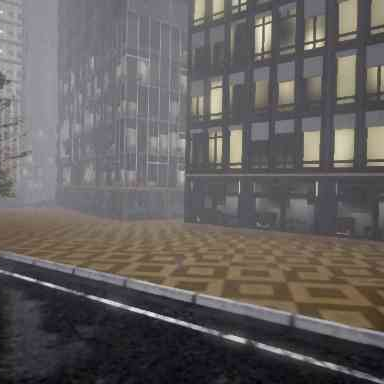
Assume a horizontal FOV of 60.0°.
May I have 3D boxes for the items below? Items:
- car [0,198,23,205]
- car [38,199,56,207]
[{"bbox_3d":[-33.784,1.744,61.806,4.403,1.369,2.008,1,1,-34],"label":"car"},{"bbox_3d":[-24.658,1.982,58.504,4.507,1.381,1.887,1,1,-34],"label":"car"}]
